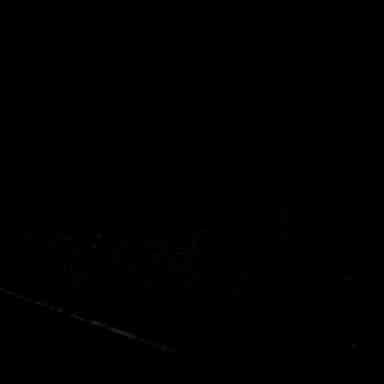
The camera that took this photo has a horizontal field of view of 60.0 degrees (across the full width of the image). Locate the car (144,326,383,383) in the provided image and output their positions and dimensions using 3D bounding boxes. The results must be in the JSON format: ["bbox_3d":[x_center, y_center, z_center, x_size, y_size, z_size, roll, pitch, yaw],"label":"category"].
[{"bbox_3d":[1.547,1.552,1.860,4.403,1.369,2.008,0,0,35],"label":"car"}]
